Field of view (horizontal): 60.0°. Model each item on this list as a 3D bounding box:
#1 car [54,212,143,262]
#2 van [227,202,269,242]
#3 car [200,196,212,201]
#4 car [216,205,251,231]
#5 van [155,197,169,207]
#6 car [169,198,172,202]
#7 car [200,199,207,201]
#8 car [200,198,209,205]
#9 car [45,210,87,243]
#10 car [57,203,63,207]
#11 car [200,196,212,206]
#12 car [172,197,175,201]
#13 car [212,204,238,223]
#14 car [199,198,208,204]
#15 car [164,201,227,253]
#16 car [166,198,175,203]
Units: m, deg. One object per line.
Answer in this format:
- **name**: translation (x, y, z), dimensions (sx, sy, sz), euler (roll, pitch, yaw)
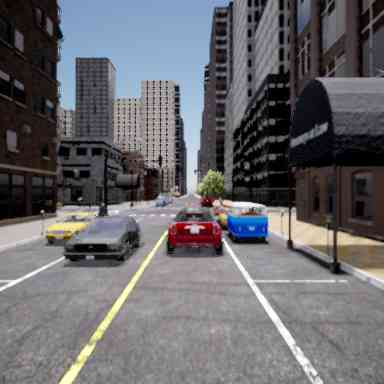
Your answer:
- **car**: translation (-3.092, 1.621, 12.762), dimensions (2.033, 1.411, 5.357), euler (0, 0, 0)
- **van**: translation (2.691, 1.439, 16.824), dimensions (1.690, 1.788, 3.998), euler (0, 0, 0)
- **car**: translation (2.699, 1.720, 60.538), dimensions (2.192, 1.841, 5.009), euler (0, 0, 0)
- **car**: translation (2.692, 1.659, 22.657), dimensions (1.752, 1.417, 4.829), euler (0, 0, 0)
- **van**: translation (-5.681, 1.746, 60.537), dimensions (1.690, 1.788, 3.998), euler (0, 0, 0)
- **car**: translation (-5.680, 1.888, 66.060), dimensions (1.967, 1.590, 4.097), euler (0, 0, 0)
- **car**: translation (0.106, 1.640, 27.173), dimensions (1.882, 1.535, 5.008), euler (0, 0, 0)
- **car**: translation (2.702, 2.036, 71.584), dimensions (1.887, 1.381, 4.507), euler (0, 0, 0)
- **car**: translation (-5.689, 1.622, 16.654), dimensions (1.752, 1.417, 4.829), euler (0, 0, 0)
- **car**: translation (-21.399, 1.749, 48.372), dimensions (4.829, 1.417, 1.752), euler (0, 0, 0)
- **car**: translation (2.700, 1.763, 66.062), dimensions (2.192, 1.841, 5.009), euler (0, 0, 0)
- **car**: translation (-5.678, 1.976, 77.109), dimensions (1.967, 1.590, 4.097), euler (0, 0, 0)
- **car**: translation (2.693, 1.751, 28.149), dimensions (1.802, 1.307, 4.206), euler (0, 0, 0)
- **car**: translation (2.703, 2.102, 77.108), dimensions (1.947, 1.339, 4.313), euler (0, 0, 0)
- **car**: translation (0.102, 1.434, 14.197), dimensions (2.097, 1.767, 4.553), euler (0, 0, 0)
- **car**: translation (-5.675, 2.179, 88.155), dimensions (2.008, 1.369, 4.403), euler (0, 0, 0)
